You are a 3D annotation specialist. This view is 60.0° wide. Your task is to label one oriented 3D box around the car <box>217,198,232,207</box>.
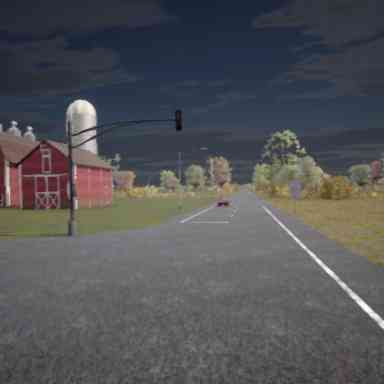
[{"bbox_3d":[4.525,1.448,46.619,1.895,1.301,4.718,-2,0,9],"label":"car"}]
